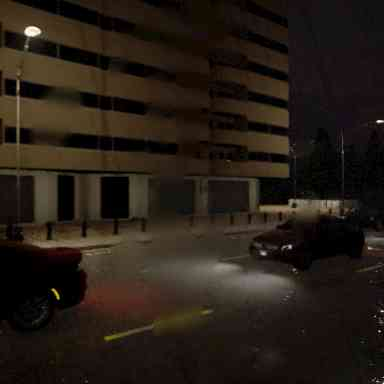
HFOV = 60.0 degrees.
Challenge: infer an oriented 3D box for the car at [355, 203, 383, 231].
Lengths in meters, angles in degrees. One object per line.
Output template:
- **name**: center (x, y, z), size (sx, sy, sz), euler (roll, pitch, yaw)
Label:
- **car**: center (11.443, 1.469, 20.632), size (5.008, 1.535, 1.882), euler (0, 0, -35)

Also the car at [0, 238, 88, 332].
- **car**: center (-4.256, 1.478, 5.242), size (5.008, 1.535, 1.882), euler (0, 0, -35)

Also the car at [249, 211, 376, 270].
- **car**: center (3.987, 1.521, 11.117), size (4.674, 1.442, 1.812), euler (0, 0, -36)
